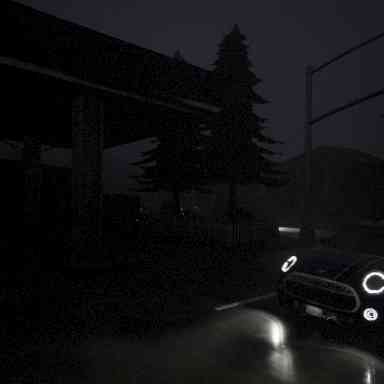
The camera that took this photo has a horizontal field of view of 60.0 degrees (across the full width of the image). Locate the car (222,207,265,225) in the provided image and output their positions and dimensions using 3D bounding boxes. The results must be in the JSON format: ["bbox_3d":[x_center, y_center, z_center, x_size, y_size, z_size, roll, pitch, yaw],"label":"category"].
[{"bbox_3d":[4.080,1.815,25.013,1.994,1.385,4.181,1,0,-35],"label":"car"}]

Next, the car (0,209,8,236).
[{"bbox_3d":[-11.671,1.520,18.466,2.242,1.667,4.611,1,0,-36],"label":"car"}]

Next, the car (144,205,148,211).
[{"bbox_3d":[-7.487,1.664,41.317,2.033,1.411,5.357,1,0,-35],"label":"car"}]

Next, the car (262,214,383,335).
[{"bbox_3d":[3.836,1.390,6.789,4.553,1.767,2.097,1,0,-36],"label":"car"}]

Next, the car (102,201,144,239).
[{"bbox_3d":[-4.539,1.446,18.283,1.905,1.878,3.866,1,0,-36],"label":"car"}]

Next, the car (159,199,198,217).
[{"bbox_3d":[-1.339,1.540,32.653,2.097,1.767,4.553,1,0,-36],"label":"car"}]
